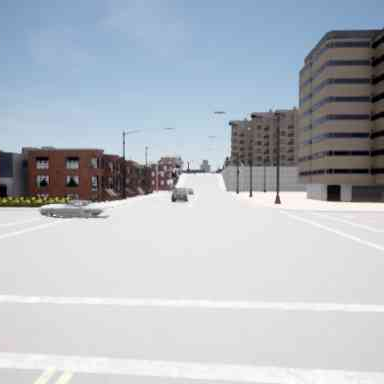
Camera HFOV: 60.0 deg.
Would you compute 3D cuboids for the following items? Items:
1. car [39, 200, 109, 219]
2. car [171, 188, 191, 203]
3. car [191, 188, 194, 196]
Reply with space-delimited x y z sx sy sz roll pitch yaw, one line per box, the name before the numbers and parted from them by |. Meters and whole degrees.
car | -8.865 1.277 25.116 4.718 1.301 1.895 0 2 -1
car | -1.677 0.427 46.642 2.150 2.045 5.566 0 1 2
car | -0.584 -0.121 73.763 2.097 1.767 4.553 0 1 2
